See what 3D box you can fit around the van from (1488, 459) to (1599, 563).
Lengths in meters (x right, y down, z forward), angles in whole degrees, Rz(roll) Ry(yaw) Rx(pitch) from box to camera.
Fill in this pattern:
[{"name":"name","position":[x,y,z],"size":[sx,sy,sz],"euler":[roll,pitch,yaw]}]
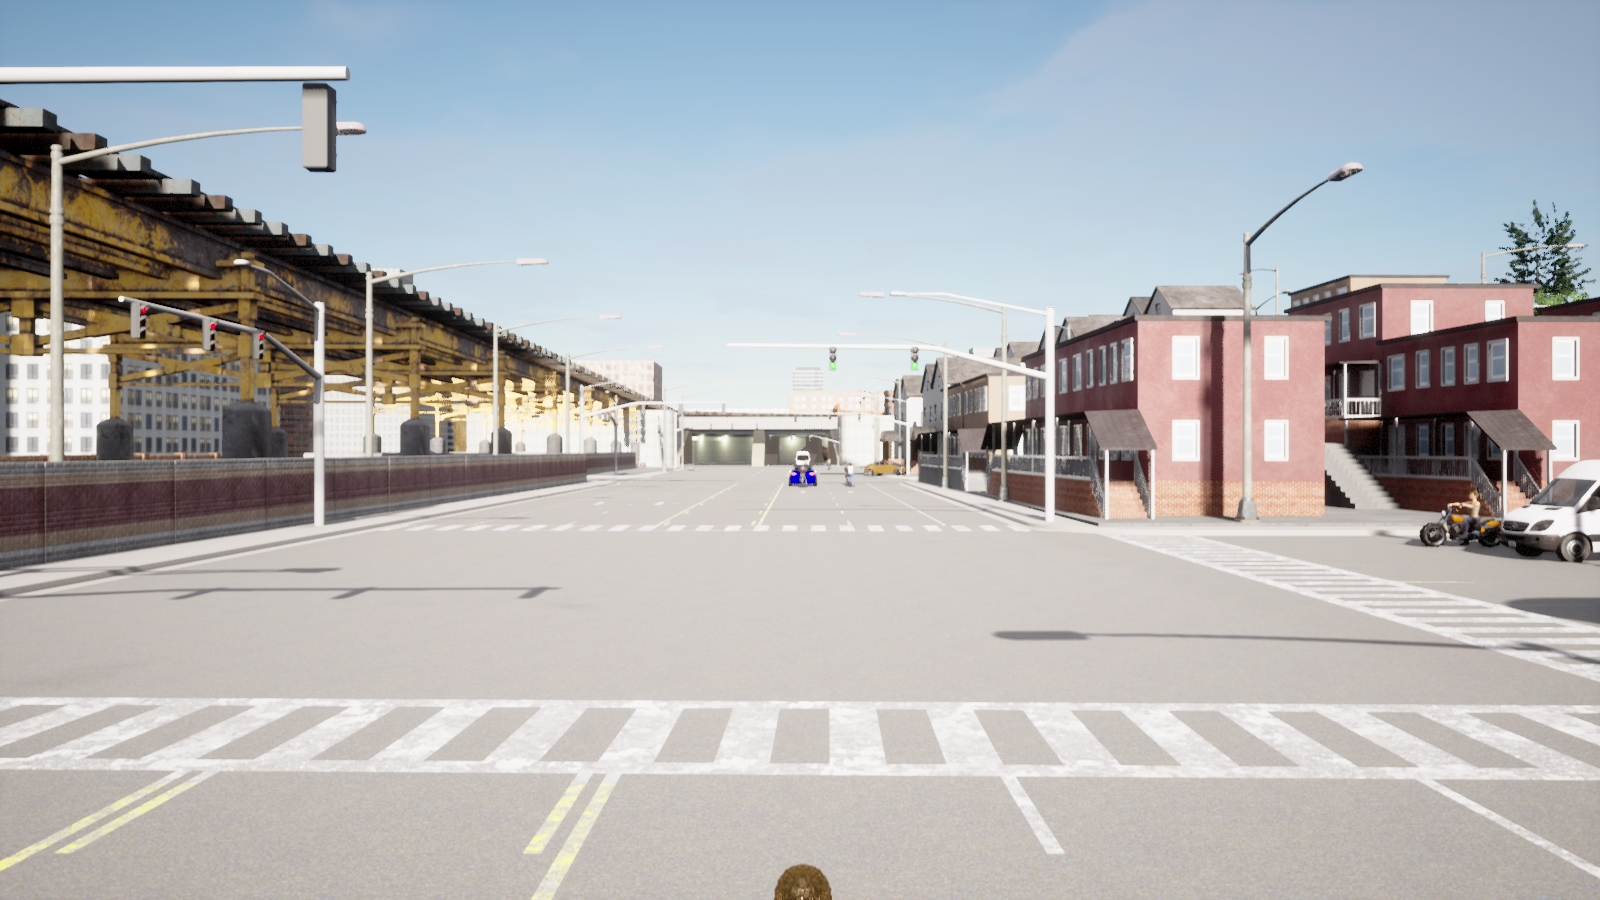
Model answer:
[{"name":"van","position":[21.151,1.525,29.236],"size":[5.915,2.561,1.988],"euler":[0,0,0]}]

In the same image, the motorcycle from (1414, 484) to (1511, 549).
[{"name":"motorcycle","position":[18.969,1.896,32.744],"size":[2.356,1.802,0.764],"euler":[0,0,0]}]

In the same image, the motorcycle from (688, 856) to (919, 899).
[{"name":"motorcycle","position":[0.010,2.172,3.379],"size":[0.803,1.224,2.033],"euler":[0,0,0]}]
